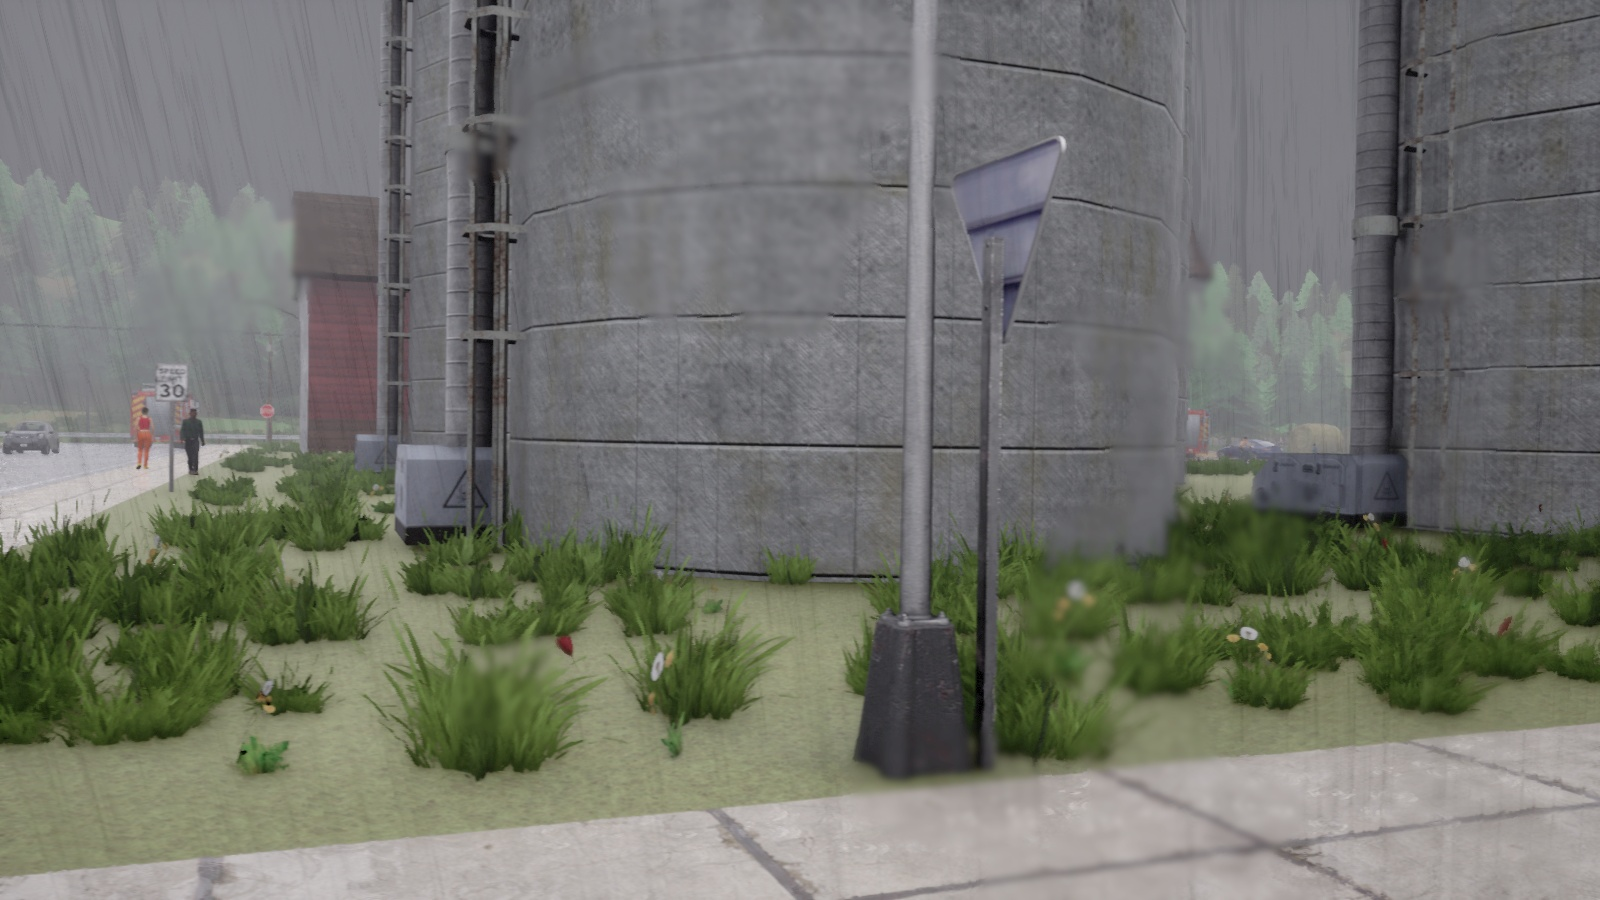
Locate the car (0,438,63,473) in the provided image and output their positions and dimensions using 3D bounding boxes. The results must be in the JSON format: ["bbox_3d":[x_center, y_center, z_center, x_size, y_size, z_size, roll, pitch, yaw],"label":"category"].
[{"bbox_3d":[-34.567,0.216,56.527,1.845,1.501,3.633,-1,1,-22],"label":"car"}]

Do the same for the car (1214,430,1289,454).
[{"bbox_3d":[28.164,-0.544,78.469,1.812,1.442,4.674,-1,1,-21],"label":"car"}]

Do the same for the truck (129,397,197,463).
[{"bbox_3d":[-38.958,-1.233,77.039,2.891,3.827,8.468,-1,1,-21],"label":"truck"}]

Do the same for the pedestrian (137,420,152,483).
[{"bbox_3d":[-19.274,0.043,36.912,0.345,1.836,0.594,-1,1,-25],"label":"pedestrian"}]

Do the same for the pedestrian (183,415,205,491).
[{"bbox_3d":[-15.828,0.078,32.814,0.423,1.949,0.788,-1,1,-31],"label":"pedestrian"}]

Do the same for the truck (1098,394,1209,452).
[{"bbox_3d":[24.503,-1.849,87.624,2.891,3.827,8.468,0,1,-22],"label":"truck"}]
